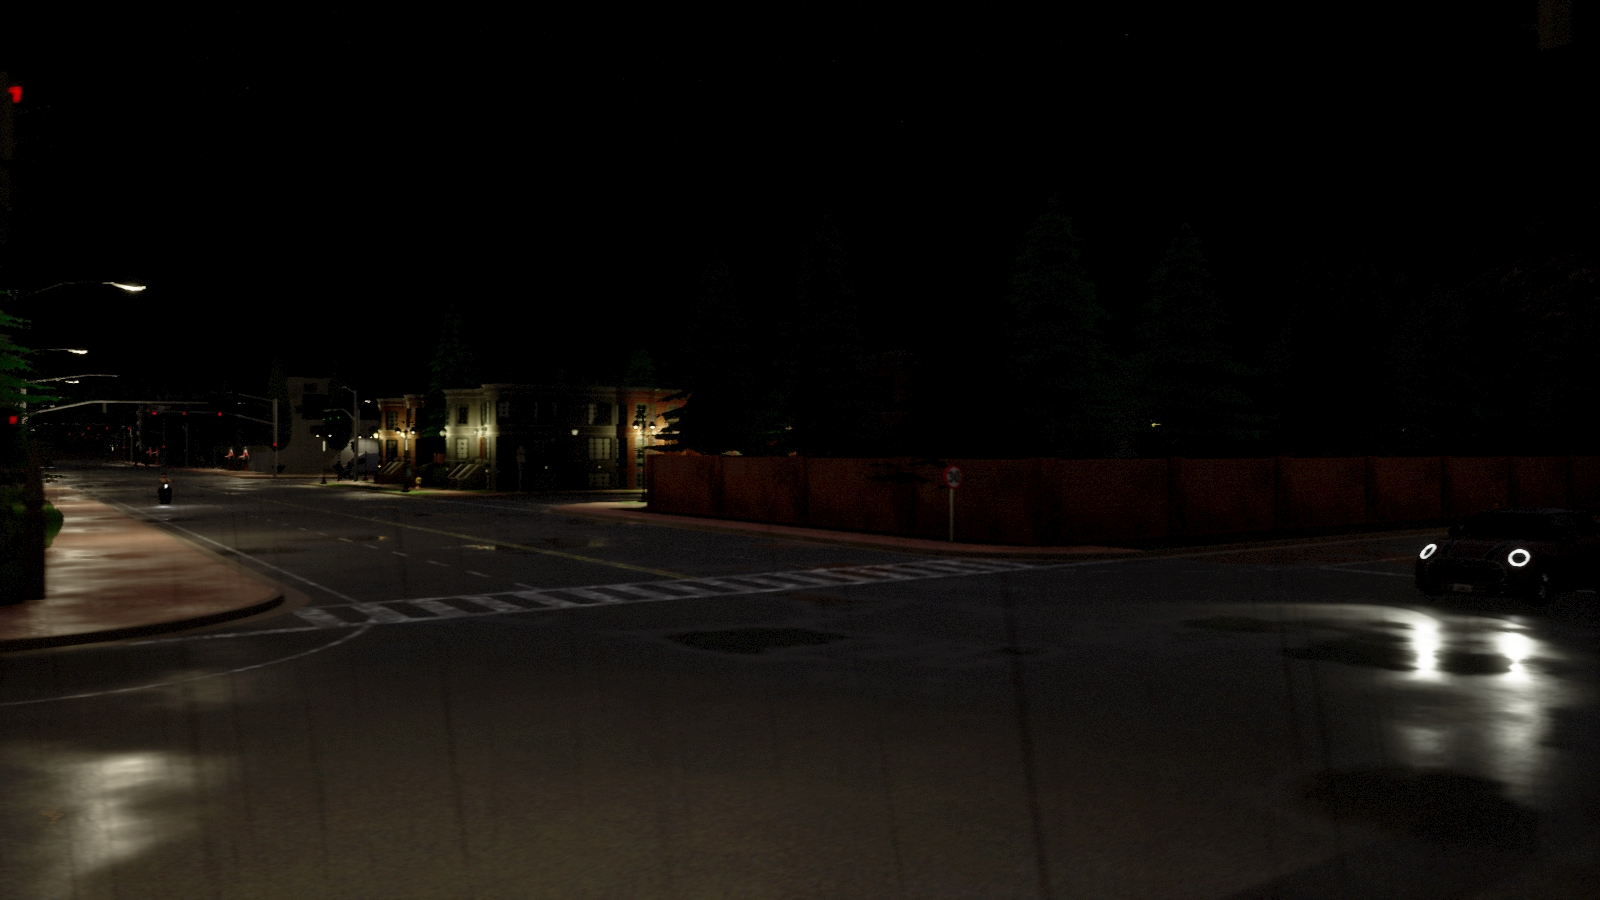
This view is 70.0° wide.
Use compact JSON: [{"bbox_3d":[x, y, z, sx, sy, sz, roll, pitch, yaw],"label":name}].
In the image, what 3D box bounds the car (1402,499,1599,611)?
[{"bbox_3d":[13.830,1.915,22.033,4.553,1.767,2.097,0,0,-35],"label":"car"}]
